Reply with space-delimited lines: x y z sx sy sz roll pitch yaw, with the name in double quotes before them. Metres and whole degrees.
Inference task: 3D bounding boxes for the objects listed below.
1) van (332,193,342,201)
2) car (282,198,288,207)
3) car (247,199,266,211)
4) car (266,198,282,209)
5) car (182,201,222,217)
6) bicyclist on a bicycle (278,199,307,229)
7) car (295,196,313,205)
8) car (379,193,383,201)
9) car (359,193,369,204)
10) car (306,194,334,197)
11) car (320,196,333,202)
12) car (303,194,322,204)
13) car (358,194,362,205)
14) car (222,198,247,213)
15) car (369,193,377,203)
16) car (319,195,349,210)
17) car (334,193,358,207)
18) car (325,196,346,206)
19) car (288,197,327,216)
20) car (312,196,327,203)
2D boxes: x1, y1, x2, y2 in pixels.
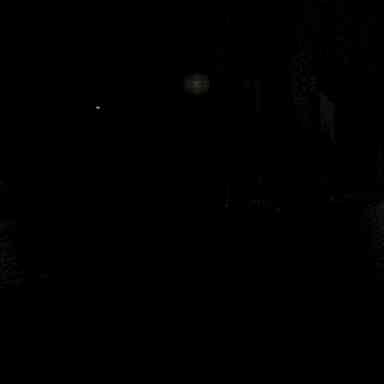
"van" 36.049 1.257 82.588 1.690 1.788 3.998 -1 -1 35
"car" 13.575 1.524 50.134 1.947 1.339 4.313 -1 0 35
"car" 7.153 1.562 40.862 1.802 1.307 4.206 -1 0 35
"car" 10.267 1.494 45.357 1.752 1.417 4.829 -1 0 35
"car" 0.731 1.591 31.589 1.802 1.307 4.206 -1 0 35
"bicyclist on a bicycle" 5.476 1.200 18.269 1.656 1.620 0.582 -1 -1 35
"car" 19.996 1.485 59.406 1.887 1.381 4.507 -1 0 35
"car" 43.052 1.398 77.723 1.802 1.307 4.206 -1 -1 35
"car" 26.997 1.155 54.547 2.192 1.841 5.009 -1 0 35
"car" 17.115 1.384 44.781 2.128 1.511 4.902 -1 0 34
"car" 29.629 1.497 73.314 1.802 1.307 4.206 -1 0 35
"car" 23.205 1.246 64.044 2.192 1.841 5.009 -1 0 35
"car" 23.789 1.415 49.910 1.947 1.339 4.313 -1 0 35
"car" 3.940 1.434 36.225 1.967 1.590 4.097 -1 0 35
"car" 33.419 1.137 63.818 2.192 1.841 5.009 -1 0 35
"car" 17.367 1.413 40.639 1.887 1.381 4.507 -1 0 35
"car" 20.576 1.173 45.276 2.192 1.841 5.009 -1 0 35
"car" 23.000 1.367 53.282 2.128 1.511 4.902 -1 0 35
"car" 10.947 1.459 31.367 1.947 1.339 4.313 -1 0 35
"car" 26.419 1.488 68.679 1.947 1.339 4.313 -1 0 35
